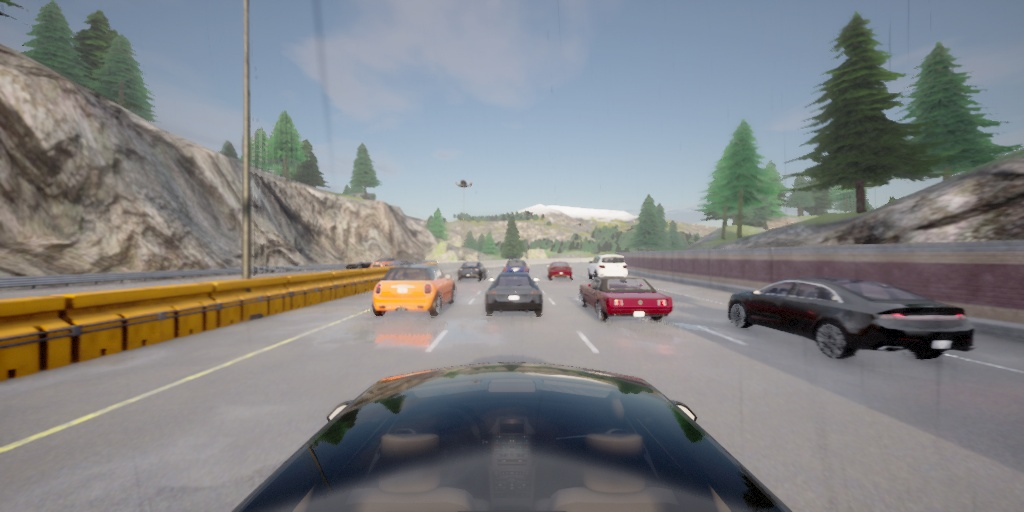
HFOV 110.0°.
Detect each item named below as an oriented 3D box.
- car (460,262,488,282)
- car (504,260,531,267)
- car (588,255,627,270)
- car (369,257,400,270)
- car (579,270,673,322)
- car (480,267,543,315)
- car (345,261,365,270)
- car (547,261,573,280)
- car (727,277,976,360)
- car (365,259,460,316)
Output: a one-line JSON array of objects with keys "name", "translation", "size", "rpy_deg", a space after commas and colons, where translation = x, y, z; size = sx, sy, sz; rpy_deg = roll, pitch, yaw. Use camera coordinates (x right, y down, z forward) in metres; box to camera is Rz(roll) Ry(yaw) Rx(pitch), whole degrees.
[{"name": "car", "translation": [-3.091, 1.210, 28.863], "size": [2.128, 1.511, 4.902], "rpy_deg": [0, 0, 3]}, {"name": "car", "translation": [0.407, 1.070, 28.628], "size": [2.097, 1.767, 4.553], "rpy_deg": [0, 0, 3]}, {"name": "car", "translation": [7.347, 0.936, 27.909], "size": [2.150, 2.045, 5.566], "rpy_deg": [0, 0, 3]}, {"name": "car", "translation": [-18.043, 1.050, 50.850], "size": [2.097, 1.767, 4.553], "rpy_deg": [0, 0, 12]}, {"name": "car", "translation": [3.572, 1.337, 12.251], "size": [1.895, 1.301, 4.718], "rpy_deg": [0, 0, 0]}, {"name": "car", "translation": [0.076, 1.300, 13.445], "size": [1.994, 1.385, 4.181], "rpy_deg": [0, 0, 0]}, {"name": "car", "translation": [-21.551, 1.300, 51.253], "size": [1.895, 1.301, 4.718], "rpy_deg": [0, 0, 11]}, {"name": "car", "translation": [4.047, 1.192, 30.564], "size": [1.882, 1.535, 5.008], "rpy_deg": [0, 0, 4]}, {"name": "car", "translation": [7.053, 1.232, 8.301], "size": [2.128, 1.511, 4.902], "rpy_deg": [0, 0, 0]}, {"name": "car", "translation": [-3.425, 1.091, 13.383], "size": [2.097, 1.767, 4.553], "rpy_deg": [0, 0, 0]}]
